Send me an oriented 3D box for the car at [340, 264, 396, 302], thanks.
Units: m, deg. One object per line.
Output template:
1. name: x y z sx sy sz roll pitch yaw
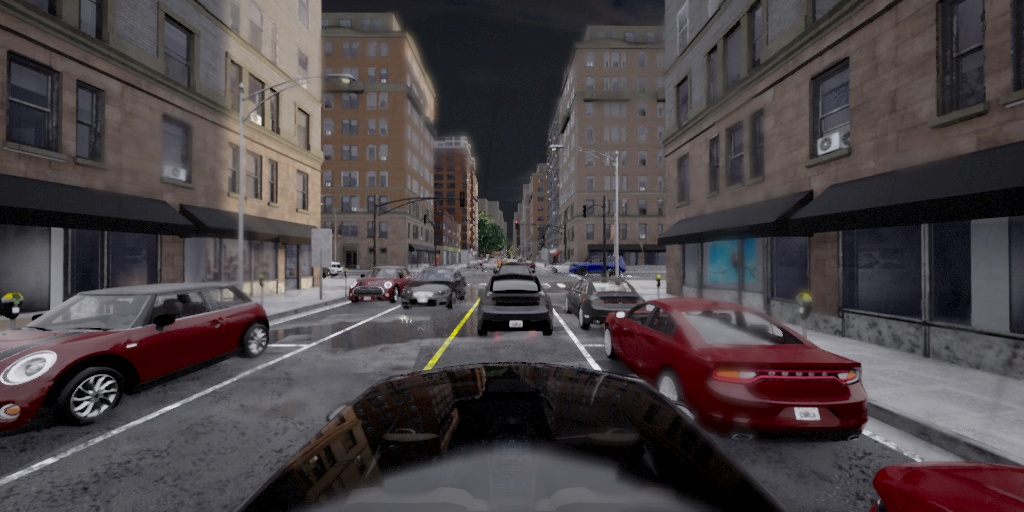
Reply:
1. car: -5.836 1.189 16.470 1.967 1.591 4.097 0 0 0

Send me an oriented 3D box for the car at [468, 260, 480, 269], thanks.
1. car: -5.915 1.325 54.831 2.007 1.370 4.403 0 0 0

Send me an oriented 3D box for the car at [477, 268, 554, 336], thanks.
1. car: 0.056 1.254 10.355 1.837 1.490 4.892 0 0 -1

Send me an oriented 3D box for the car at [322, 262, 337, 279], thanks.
1. car: -17.478 1.117 29.248 5.008 1.535 1.882 0 0 -2

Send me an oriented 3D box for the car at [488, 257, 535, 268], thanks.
1. car: 0.119 1.102 17.809 2.097 1.767 4.553 0 0 0

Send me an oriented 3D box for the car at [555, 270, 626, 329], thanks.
1. car: 2.682 1.300 10.970 2.007 1.370 4.403 0 0 0

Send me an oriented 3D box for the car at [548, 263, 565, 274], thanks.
1. car: 6.349 1.331 39.904 4.674 1.442 1.812 1 0 10

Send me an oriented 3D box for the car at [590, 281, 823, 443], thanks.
1. car: 2.675 1.294 5.479 1.888 1.381 4.507 0 0 0

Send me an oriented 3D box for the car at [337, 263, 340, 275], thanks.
1. car: -18.370 0.883 32.490 5.566 2.045 2.150 0 0 -1

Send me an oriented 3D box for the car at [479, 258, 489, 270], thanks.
1. car: -3.129 1.371 50.846 1.895 1.301 4.718 0 0 0

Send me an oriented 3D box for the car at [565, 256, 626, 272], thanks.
1. car: 8.563 1.018 36.057 5.566 2.045 2.150 1 0 0

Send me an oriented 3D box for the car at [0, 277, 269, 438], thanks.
1. car: -5.852 1.189 5.484 1.967 1.591 4.097 0 0 0

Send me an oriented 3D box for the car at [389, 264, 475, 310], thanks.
1. car: -2.993 1.242 14.630 2.128 1.511 4.902 0 0 1
